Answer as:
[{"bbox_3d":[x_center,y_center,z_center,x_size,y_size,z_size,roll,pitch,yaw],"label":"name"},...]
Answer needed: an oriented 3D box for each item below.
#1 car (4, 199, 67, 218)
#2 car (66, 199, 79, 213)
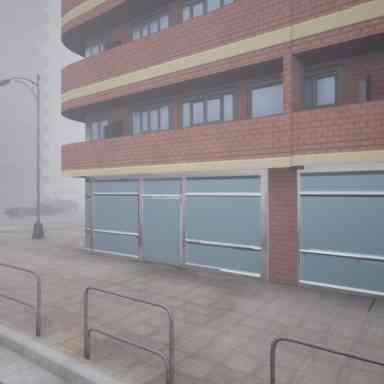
[{"bbox_3d":[-14.135,1.601,29.923,1.895,1.301,4.718,0,0,36],"label":"car"},{"bbox_3d":[-14.419,1.505,35.459,1.837,1.490,4.892,0,0,36],"label":"car"}]
